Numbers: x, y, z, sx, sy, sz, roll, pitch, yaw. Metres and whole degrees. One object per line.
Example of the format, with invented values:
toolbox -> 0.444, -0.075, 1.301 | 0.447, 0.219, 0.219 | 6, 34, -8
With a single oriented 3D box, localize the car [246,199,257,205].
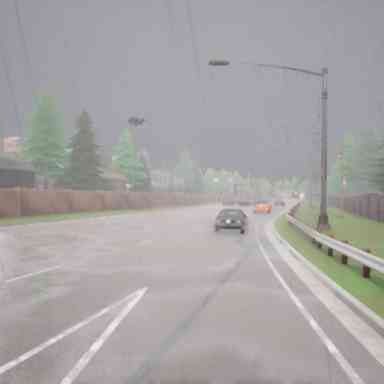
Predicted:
car -> 14.690, 2.390, 82.086 | 2.033, 1.411, 5.357 | 1, -1, 19

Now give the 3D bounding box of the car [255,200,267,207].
car -> 14.799, 2.434, 71.488 | 1.994, 1.385, 4.181 | 1, -1, 19

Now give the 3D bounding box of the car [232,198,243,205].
car -> 11.375, 2.336, 83.208 | 1.812, 1.442, 4.674 | 1, -1, 19

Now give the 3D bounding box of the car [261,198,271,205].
car -> 18.006, 2.366, 80.965 | 1.882, 1.535, 5.008 | 1, -1, 19

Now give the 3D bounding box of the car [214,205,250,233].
car -> 2.618, 1.788, 21.598 | 2.033, 1.411, 5.357 | 1, -1, 12

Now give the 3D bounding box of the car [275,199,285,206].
car -> 20.109, 2.359, 76.260 | 2.097, 1.767, 4.553 | 1, -1, 19

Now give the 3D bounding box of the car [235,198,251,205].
car -> 11.351, 2.315, 72.216 | 1.882, 1.535, 5.008 | 1, -1, 19

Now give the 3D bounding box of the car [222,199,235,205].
car -> 8.035, 2.325, 73.337 | 2.128, 1.511, 4.902 | 1, -1, 19

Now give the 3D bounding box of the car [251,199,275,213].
car -> 9.673, 1.913, 45.044 | 2.097, 1.767, 4.553 | 1, -1, 19
